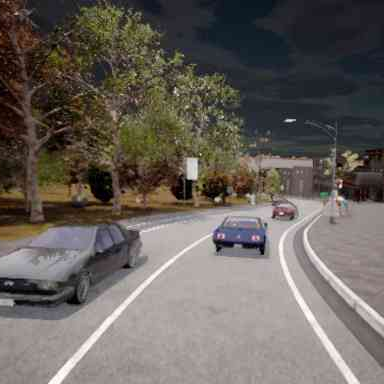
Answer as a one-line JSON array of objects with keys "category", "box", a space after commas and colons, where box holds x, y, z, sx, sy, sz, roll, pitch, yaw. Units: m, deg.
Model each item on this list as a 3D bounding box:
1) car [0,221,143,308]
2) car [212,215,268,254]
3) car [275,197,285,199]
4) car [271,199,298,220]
[{"category": "car", "box": [-2.755, 1.475, 8.281, 2.033, 1.411, 5.357, 1, 0, 9]}, {"category": "car", "box": [2.166, 1.614, 13.757, 1.895, 1.301, 4.718, 2, 0, 14]}, {"category": "car", "box": [12.886, 1.579, 48.947, 1.837, 1.490, 4.892, 3, 0, 25]}, {"category": "car", "box": [8.459, 1.647, 30.053, 1.812, 1.442, 4.674, 3, 1, 24]}]
